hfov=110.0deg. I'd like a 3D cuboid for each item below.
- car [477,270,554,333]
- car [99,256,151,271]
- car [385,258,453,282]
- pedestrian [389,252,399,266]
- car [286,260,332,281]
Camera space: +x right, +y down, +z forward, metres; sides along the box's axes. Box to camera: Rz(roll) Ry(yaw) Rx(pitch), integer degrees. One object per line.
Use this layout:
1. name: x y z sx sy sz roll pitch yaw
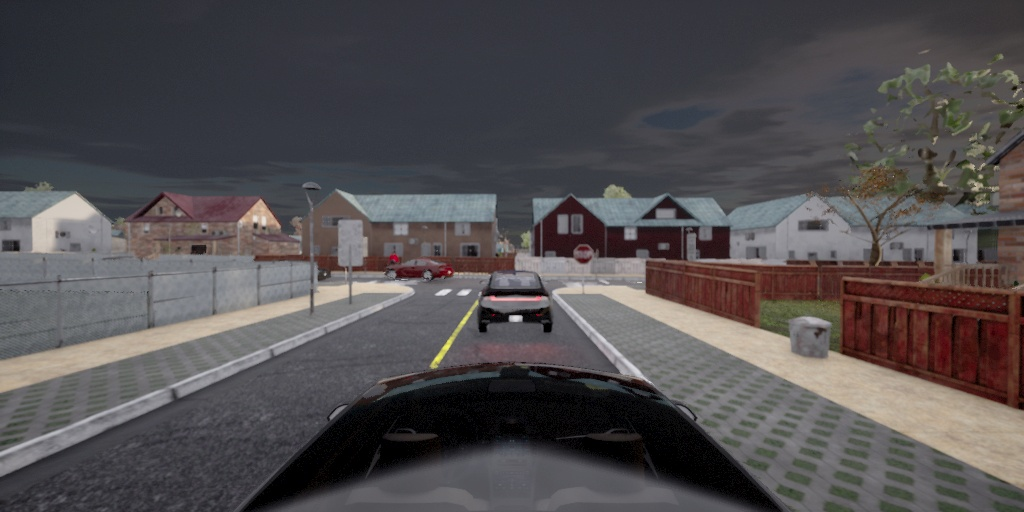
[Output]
1. car: 0.078 1.145 10.319 2.128 1.511 4.902 0 1 0
2. car: -24.353 0.789 22.969 4.892 1.490 1.837 1 1 1
3. car: -6.507 0.915 25.016 5.008 1.535 1.882 1 -1 22
4. pedestrian: -9.426 0.506 28.535 0.375 1.860 0.375 0 0 1
5. car: -13.813 0.958 22.771 4.181 1.385 1.994 1 1 2
